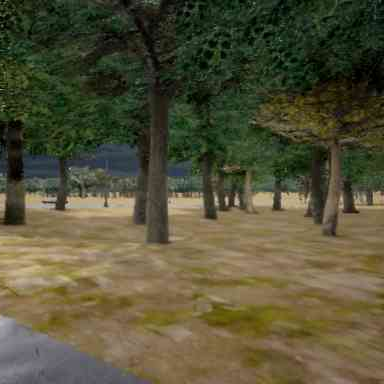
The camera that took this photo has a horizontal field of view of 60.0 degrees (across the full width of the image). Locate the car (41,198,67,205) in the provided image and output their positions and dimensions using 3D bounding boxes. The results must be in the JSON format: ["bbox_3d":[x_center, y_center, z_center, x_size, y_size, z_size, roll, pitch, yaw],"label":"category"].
[{"bbox_3d":[-27.169,1.858,65.461,1.895,1.301,4.718,1,-1,37],"label":"car"}]
